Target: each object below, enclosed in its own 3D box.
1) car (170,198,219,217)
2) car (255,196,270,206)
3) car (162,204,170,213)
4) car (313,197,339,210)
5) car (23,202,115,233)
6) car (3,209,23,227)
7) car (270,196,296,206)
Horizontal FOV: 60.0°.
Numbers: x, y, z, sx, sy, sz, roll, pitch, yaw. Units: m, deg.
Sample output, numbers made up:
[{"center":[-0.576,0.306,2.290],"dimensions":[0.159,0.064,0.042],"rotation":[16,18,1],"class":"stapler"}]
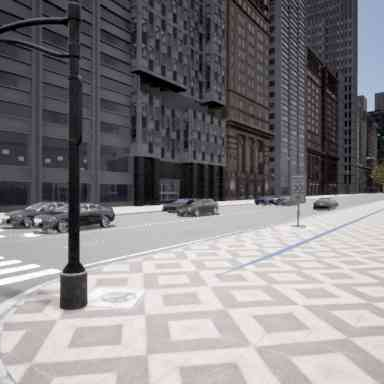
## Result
[{"center":[0.551,1.333,29.279],"dimensions":[1.837,1.490,4.892],"rotation":[0,1,36],"class":"car"},{"center":[10.984,1.288,49.150],"dimensions":[1.895,1.301,4.718],"rotation":[0,1,36],"class":"car"},{"center":[-0.664,1.355,33.151],"dimensions":[2.033,1.411,5.357],"rotation":[0,0,36],"class":"car"},{"center":[15.634,1.303,38.753],"dimensions":[1.994,1.385,4.181],"rotation":[0,1,36],"class":"car"},{"center":[-6.677,1.400,19.267],"dimensions":[2.128,1.511,4.902],"rotation":[0,0,34],"class":"car"},{"center":[-9.291,1.392,21.165],"dimensions":[2.128,1.511,4.902],"rotation":[0,0,37],"class":"car"},{"center":[12.960,1.255,46.351],"dimensions":[1.994,1.385,4.181],"rotation":[0,0,36],"class":"car"}]
